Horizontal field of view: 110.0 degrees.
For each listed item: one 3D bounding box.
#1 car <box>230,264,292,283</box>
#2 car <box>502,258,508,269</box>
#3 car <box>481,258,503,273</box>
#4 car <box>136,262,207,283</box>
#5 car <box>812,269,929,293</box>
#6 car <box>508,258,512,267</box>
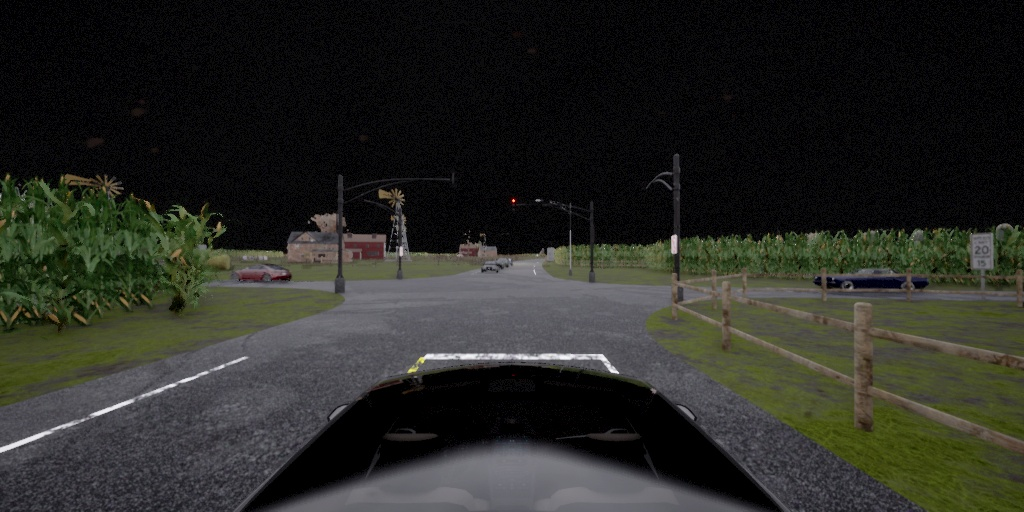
[{"bbox_3d":[-19.203,1.300,27.482,4.181,1.385,1.994,0,-1,10],"label":"car"},{"bbox_3d":[-2.130,1.318,52.503,1.895,1.301,4.718,0,0,3],"label":"car"},{"bbox_3d":[-2.574,1.290,43.750,1.994,1.385,4.181,0,0,3],"label":"car"},{"bbox_3d":[-24.173,1.185,25.354,4.902,1.511,2.128,0,-1,10],"label":"car"},{"bbox_3d":[20.394,1.392,20.634,4.718,1.301,1.895,0,-1,9],"label":"car"},{"bbox_3d":[-1.574,1.058,61.369,2.097,1.767,4.553,0,0,4],"label":"car"}]
